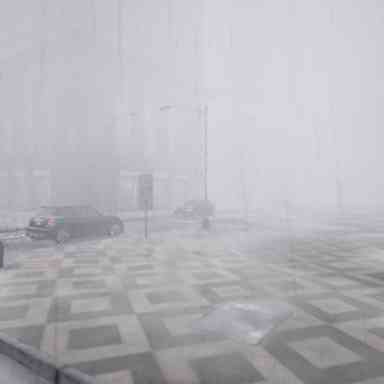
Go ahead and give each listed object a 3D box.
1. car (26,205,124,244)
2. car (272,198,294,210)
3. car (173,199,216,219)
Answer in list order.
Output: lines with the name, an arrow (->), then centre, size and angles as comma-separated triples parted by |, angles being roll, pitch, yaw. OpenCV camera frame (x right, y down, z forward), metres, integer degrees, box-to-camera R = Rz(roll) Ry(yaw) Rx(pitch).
car -> -5.502, 1.392, 16.304 | 2.097, 1.767, 4.553 | 1, 0, 34
car -> 13.038, 1.692, 47.622 | 1.837, 1.490, 4.892 | 1, 0, 36
car -> 0.303, 1.432, 29.903 | 2.097, 1.767, 4.553 | 1, 0, 35
